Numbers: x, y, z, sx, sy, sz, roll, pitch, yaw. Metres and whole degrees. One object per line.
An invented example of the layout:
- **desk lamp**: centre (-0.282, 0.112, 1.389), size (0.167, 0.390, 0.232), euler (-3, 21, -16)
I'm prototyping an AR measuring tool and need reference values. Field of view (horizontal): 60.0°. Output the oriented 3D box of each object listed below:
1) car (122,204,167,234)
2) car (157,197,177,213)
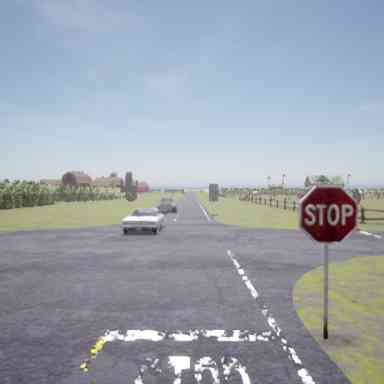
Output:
- **car**: centre (-2.734, 1.609, 19.319), size (1.895, 1.301, 4.718), euler (0, 0, 0)
- **car**: centre (-2.719, 1.341, 36.582), size (2.097, 1.767, 4.553), euler (0, 0, 0)
